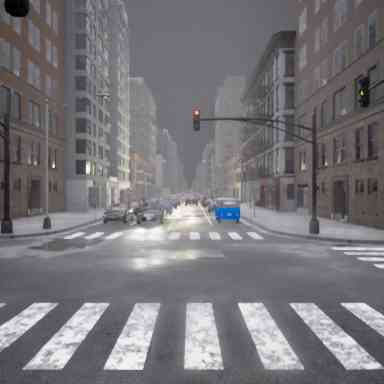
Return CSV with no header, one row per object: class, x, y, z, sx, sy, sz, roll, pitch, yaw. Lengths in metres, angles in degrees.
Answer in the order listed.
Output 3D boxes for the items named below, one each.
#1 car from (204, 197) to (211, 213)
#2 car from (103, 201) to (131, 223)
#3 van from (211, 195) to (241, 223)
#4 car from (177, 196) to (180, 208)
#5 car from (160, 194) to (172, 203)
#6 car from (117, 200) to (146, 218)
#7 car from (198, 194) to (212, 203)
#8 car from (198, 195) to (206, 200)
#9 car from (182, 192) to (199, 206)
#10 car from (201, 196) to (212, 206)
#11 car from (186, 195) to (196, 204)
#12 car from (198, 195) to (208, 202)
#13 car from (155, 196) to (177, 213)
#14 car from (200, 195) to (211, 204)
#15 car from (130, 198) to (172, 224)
car,2.580,1.564,36.299,1.802,1.307,4.206,0,0,0
car,-5.427,1.538,24.916,2.008,1.369,4.403,0,0,0
van,2.598,1.329,24.937,1.690,1.788,3.998,0,0,0
car,-2.914,1.541,43.136,1.994,1.385,4.181,0,0,0
car,-5.497,1.262,70.370,2.192,1.841,5.009,0,0,0
car,-5.436,1.530,30.597,1.887,1.381,4.507,0,0,0
car,2.554,1.282,53.343,2.192,1.841,5.009,0,0,0
car,2.502,1.492,87.431,1.947,1.339,4.313,0,0,0
car,-0.086,1.317,55.032,2.097,1.767,4.553,0,0,0
car,2.563,1.555,47.662,1.802,1.307,4.206,0,0,0
car,-0.101,1.430,65.064,1.882,1.535,5.008,0,0,0
car,2.519,1.491,76.068,2.008,1.369,4.403,0,0,0
car,-2.903,1.461,33.910,1.882,1.535,5.008,0,0,0
car,2.537,1.393,64.706,1.967,1.590,4.097,0,0,0
car,-2.876,1.480,24.467,2.128,1.511,4.902,0,0,-1
